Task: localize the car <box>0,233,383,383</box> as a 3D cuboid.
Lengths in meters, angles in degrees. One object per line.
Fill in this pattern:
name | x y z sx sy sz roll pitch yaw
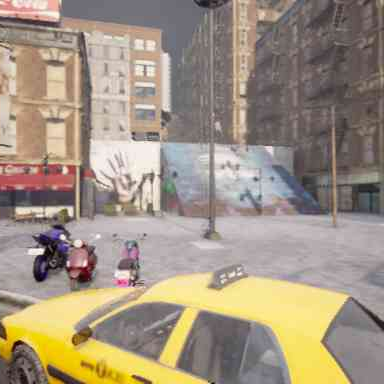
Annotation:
car | 0.090 1.472 3.213 5.366 1.575 1.801 0 0 35
